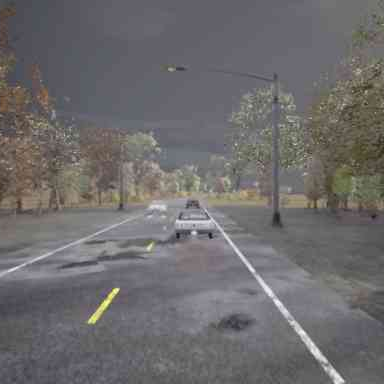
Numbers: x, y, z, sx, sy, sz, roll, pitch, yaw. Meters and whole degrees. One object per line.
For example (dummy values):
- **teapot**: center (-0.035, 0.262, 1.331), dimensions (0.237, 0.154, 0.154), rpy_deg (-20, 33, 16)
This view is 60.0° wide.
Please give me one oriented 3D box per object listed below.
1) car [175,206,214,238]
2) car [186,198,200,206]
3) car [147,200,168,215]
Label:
- **car**: center (0.106, 1.644, 18.020), dimensions (1.895, 1.301, 4.718), rpy_deg (0, 0, 0)
- **car**: center (0.112, 1.624, 50.142), dimensions (1.837, 1.490, 4.892), rpy_deg (0, 0, 0)
- **car**: center (-3.563, 1.609, 35.143), dimensions (1.812, 1.442, 4.674), rpy_deg (0, 0, 0)
